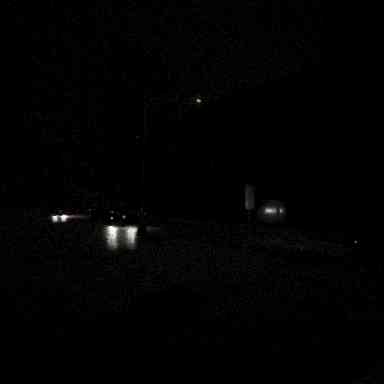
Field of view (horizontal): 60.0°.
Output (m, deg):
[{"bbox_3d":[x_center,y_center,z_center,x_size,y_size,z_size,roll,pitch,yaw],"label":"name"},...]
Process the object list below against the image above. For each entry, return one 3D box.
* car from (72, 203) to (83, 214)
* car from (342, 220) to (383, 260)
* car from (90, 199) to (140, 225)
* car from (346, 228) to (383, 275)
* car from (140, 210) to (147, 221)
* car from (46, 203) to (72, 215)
[{"bbox_3d":[-17.139,2.355,47.688,1.837,1.490,4.892,2,-2,-35],"label":"car"},{"bbox_3d":[8.125,1.796,11.889,1.895,1.301,4.718,2,-2,-35],"label":"car"},{"bbox_3d":[-6.820,1.616,27.975,2.150,2.045,5.566,2,-2,-35],"label":"car"},{"bbox_3d":[6.667,1.626,8.833,1.812,1.442,4.674,2,-1,-35],"label":"car"},{"bbox_3d":[-6.271,2.075,32.288,2.033,1.411,5.357,2,-2,-35],"label":"car"},{"bbox_3d":[-17.971,2.237,43.926,2.128,1.511,4.902,2,-2,-35],"label":"car"}]
